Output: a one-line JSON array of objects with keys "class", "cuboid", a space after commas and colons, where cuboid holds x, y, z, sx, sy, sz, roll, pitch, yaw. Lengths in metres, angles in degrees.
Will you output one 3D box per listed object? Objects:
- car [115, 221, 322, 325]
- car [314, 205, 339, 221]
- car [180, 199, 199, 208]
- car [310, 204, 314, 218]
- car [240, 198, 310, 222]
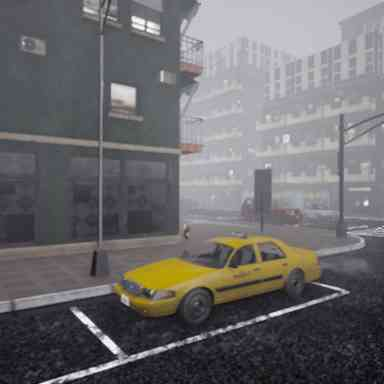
[{"class": "car", "cuboid": [0.813, 1.559, 7.141, 4.829, 1.417, 1.752, 0, 0, -35]}, {"class": "car", "cuboid": [10.231, 1.724, 28.814, 1.895, 1.301, 4.718, 0, 0, -37]}, {"class": "car", "cuboid": [-0.691, 1.659, 48.203, 1.802, 1.307, 4.206, 1, 0, -36]}, {"class": "car", "cuboid": [7.229, 1.451, 27.392, 2.097, 1.767, 4.553, 0, 0, -36]}, {"class": "car", "cuboid": [5.814, 1.399, 24.935, 2.192, 1.841, 5.009, 1, 0, -36]}]
